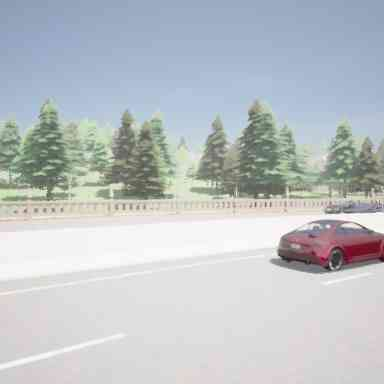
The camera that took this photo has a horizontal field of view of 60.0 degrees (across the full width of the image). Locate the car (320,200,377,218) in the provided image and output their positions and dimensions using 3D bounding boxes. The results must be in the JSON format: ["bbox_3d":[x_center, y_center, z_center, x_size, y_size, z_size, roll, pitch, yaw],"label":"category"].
[{"bbox_3d":[14.805,1.575,31.526,4.902,1.511,2.128,0,0,-21],"label":"car"}]

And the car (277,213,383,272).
[{"bbox_3d":[4.802,1.592,10.951,4.181,1.385,1.994,0,0,-31],"label":"car"}]

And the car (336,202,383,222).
[{"bbox_3d":[14.964,1.625,27.903,5.357,1.411,2.033,0,0,-22],"label":"car"}]
